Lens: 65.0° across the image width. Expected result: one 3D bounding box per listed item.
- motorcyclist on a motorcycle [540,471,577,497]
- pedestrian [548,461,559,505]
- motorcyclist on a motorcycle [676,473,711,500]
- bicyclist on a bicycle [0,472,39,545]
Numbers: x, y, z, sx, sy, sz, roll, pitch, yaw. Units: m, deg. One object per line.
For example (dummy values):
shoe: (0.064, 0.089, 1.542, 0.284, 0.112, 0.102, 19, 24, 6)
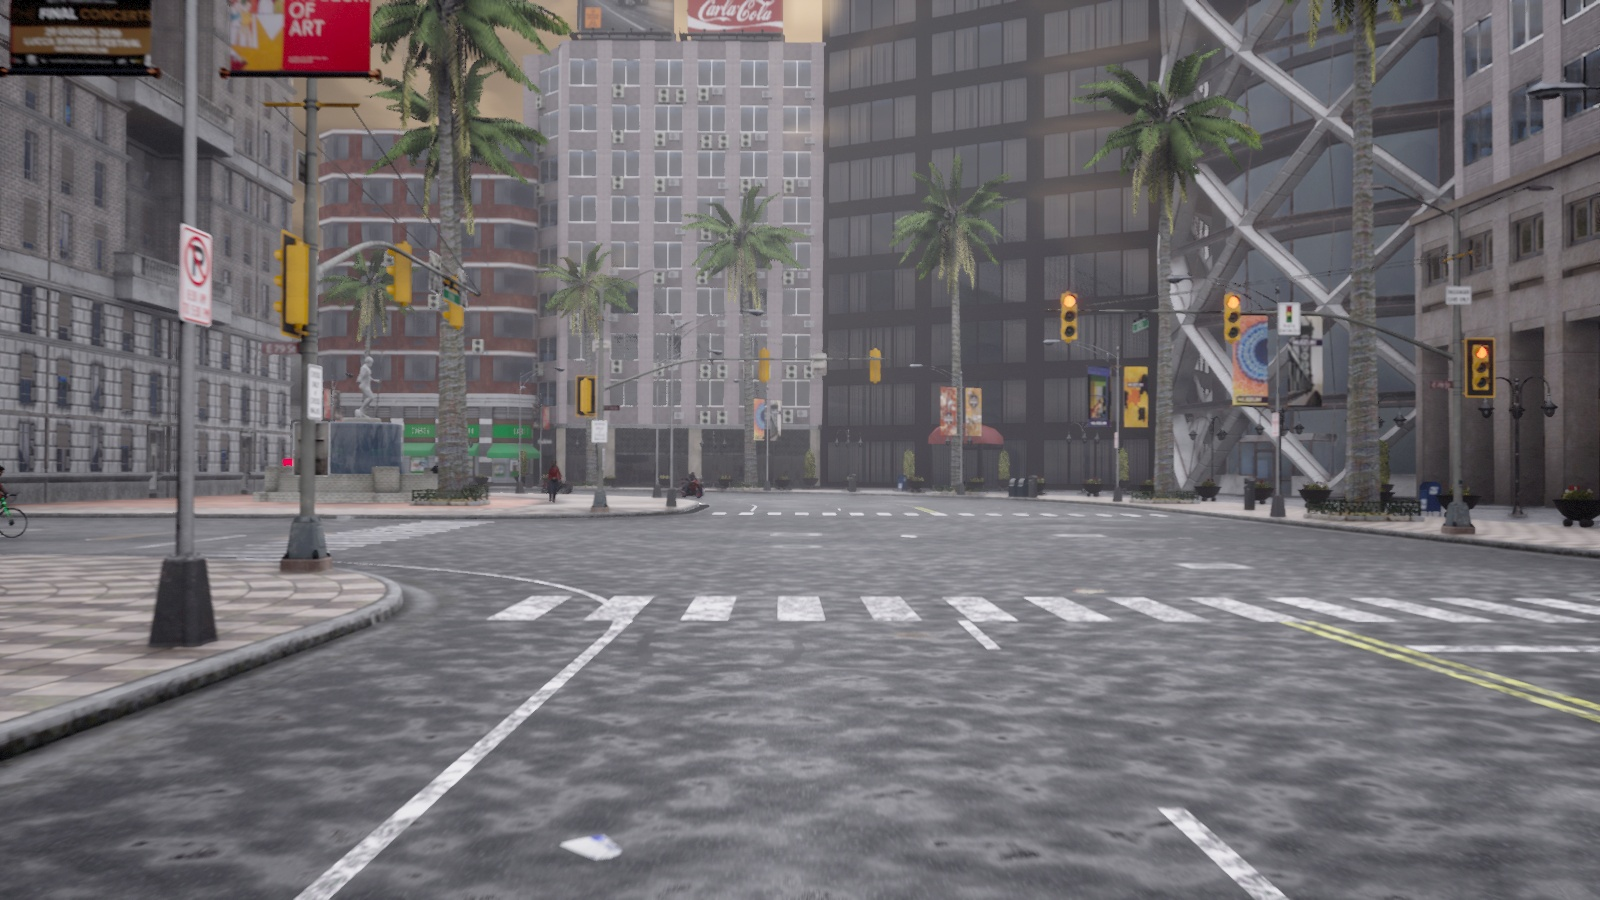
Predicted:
motorcyclist on a motorcycle: (-15.317, 2.159, 79.621, 2.350, 1.649, 0.766, -1, -1, 31)
pedestrian: (-10.464, 1.406, 53.356, 0.331, 1.846, 0.636, 0, -1, -1)
motorcyclist on a motorcycle: (-6.063, 2.069, 71.392, 0.866, 1.530, 2.191, 0, -1, -38)
bicyclist on a bicycle: (-18.105, 1.312, 28.213, 1.656, 1.620, 0.582, 0, -1, 0)
